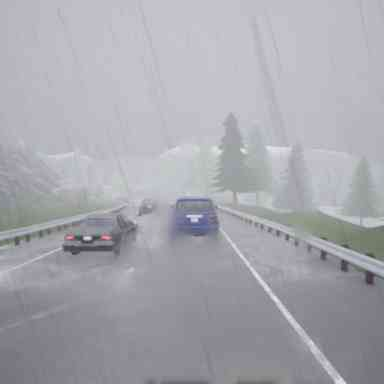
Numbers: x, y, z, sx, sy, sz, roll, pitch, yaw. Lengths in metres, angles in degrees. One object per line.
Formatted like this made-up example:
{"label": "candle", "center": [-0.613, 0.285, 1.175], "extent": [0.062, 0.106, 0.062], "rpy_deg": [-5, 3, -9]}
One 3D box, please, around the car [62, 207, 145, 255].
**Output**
{"label": "car", "center": [-3.402, 1.556, 13.340], "extent": [2.033, 1.411, 5.357], "rpy_deg": [0, 0, 0]}

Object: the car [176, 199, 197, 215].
{"label": "car", "center": [-0.668, 1.569, 36.035], "extent": [2.033, 1.411, 5.357], "rpy_deg": [0, 0, -4]}

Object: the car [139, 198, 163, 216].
{"label": "car", "center": [-3.944, 1.372, 32.185], "extent": [2.097, 1.767, 4.553], "rpy_deg": [0, 0, -3]}

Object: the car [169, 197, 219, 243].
{"label": "car", "center": [0.086, 1.231, 16.179], "extent": [2.150, 2.045, 5.566], "rpy_deg": [0, 0, 0]}
